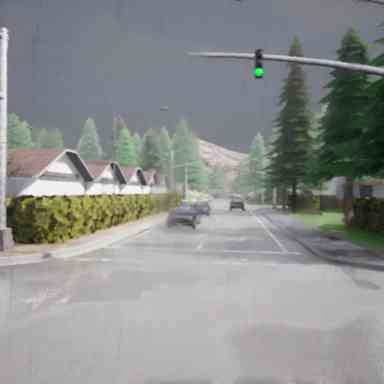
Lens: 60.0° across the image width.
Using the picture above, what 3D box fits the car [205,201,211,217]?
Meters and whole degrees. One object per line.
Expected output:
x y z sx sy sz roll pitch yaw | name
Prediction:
0.820 1.620 32.698 1.994 1.385 4.181 1 0 8 | car

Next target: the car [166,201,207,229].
-0.430 1.608 22.860 2.033 1.411 5.357 1 0 7 | car

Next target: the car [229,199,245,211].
5.771 1.607 42.671 1.837 1.490 4.892 1 0 7 | car
